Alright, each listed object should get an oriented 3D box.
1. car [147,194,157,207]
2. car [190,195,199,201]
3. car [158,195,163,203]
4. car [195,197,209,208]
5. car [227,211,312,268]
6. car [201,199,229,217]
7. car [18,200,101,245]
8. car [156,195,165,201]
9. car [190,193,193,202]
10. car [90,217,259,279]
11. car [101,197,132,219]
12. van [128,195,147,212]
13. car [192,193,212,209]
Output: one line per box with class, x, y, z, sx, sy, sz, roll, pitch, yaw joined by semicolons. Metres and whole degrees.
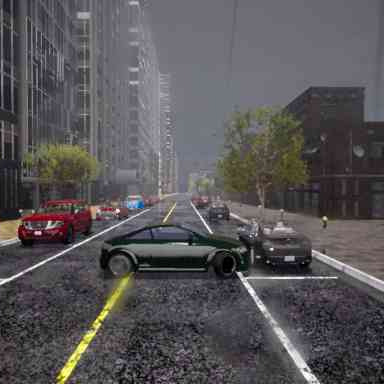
car;-6.932;1.298;49.628;2.192;1.841;5.009;-1;0;-1
car;0.608;1.537;83.027;1.947;1.339;4.313;-1;0;-1
car;-7.350;1.522;66.227;1.887;1.381;4.507;-1;0;-1
car;1.445;1.509;50.000;1.752;1.417;4.829;-1;0;-1
car;2.561;1.548;11.105;2.008;1.369;4.403;-1;0;-1
car;2.041;1.543;26.964;2.008;1.369;4.403;-1;0;-1
car;-6.173;1.310;15.700;2.192;1.841;5.009;-1;0;-1
car;-7.767;1.496;82.656;1.752;1.417;4.829;-1;0;-1
car;0.884;1.290;71.962;2.192;1.841;5.009;-1;0;-1
car;-0.457;1.557;9.504;4.181;1.385;1.994;0;0;-1
car;-6.362;1.432;26.768;1.967;1.590;4.097;-1;0;-1
van;-6.651;1.329;38.562;1.690;1.788;3.998;-1;0;-1
car;1.586;1.301;44.298;2.192;1.841;5.009;-1;0;-1
